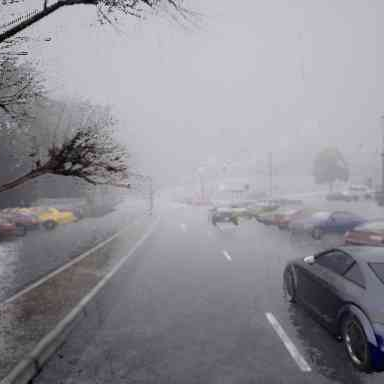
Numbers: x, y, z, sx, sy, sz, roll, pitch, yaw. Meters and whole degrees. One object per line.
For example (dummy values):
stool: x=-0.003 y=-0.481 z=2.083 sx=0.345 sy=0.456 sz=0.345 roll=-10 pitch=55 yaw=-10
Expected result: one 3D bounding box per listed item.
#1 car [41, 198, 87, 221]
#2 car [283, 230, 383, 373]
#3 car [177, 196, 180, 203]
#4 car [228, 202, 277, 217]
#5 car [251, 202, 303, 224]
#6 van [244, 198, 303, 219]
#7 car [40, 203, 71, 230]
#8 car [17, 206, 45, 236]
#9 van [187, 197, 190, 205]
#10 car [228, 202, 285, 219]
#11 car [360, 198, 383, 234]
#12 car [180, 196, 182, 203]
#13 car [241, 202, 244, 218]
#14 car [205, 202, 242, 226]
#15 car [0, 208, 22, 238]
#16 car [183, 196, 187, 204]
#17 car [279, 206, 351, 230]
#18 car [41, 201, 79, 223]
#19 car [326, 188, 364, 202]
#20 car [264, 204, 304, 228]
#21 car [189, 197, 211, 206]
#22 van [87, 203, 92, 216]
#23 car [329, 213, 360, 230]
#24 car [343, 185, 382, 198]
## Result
car: x=-11.358 y=1.654 z=27.368 sx=4.553 sy=1.767 sz=2.185 roll=-1 pitch=0 yaw=-23
car: x=3.018 y=1.617 z=5.720 sx=1.994 sy=1.385 sz=4.181 roll=0 pitch=-1 yaw=-1
car: x=-0.368 y=2.264 z=91.514 sx=5.566 sy=2.045 sz=2.435 roll=1 pitch=-1 yaw=-30
car: x=6.565 y=1.847 z=36.026 sx=4.792 sy=1.488 sz=2.163 roll=1 pitch=-1 yaw=-24
car: x=7.138 y=1.701 z=24.000 sx=4.892 sy=1.521 sz=2.231 roll=1 pitch=0 yaw=-23
van: x=6.868 y=1.500 z=26.970 sx=4.442 sy=1.987 sz=1.878 roll=1 pitch=0 yaw=-23
car: x=-10.898 y=1.717 z=21.517 sx=5.366 sy=1.575 sz=1.946 roll=-1 pitch=-1 yaw=-23
car: x=-10.928 y=1.733 z=18.482 sx=4.674 sy=1.452 sz=2.002 roll=-1 pitch=0 yaw=-22
van: x=1.921 y=2.169 z=76.601 sx=4.442 sy=1.987 sz=1.878 roll=1 pitch=0 yaw=-29
car: x=6.425 y=1.778 z=32.969 sx=5.366 sy=1.575 sz=1.946 roll=1 pitch=0 yaw=-24
car: x=7.642 y=1.309 z=8.892 sx=5.566 sy=2.045 sz=2.435 roll=1 pitch=0 yaw=-21
car: x=0.261 y=2.490 z=88.626 sx=5.366 sy=1.575 sz=1.946 roll=1 pitch=-1 yaw=-29
car: x=6.823 y=1.631 z=30.044 sx=4.553 sy=1.767 sz=2.185 roll=1 pitch=0 yaw=-24
car: x=2.329 y=1.769 z=25.773 sx=1.812 sy=1.442 sz=4.674 roll=0 pitch=-1 yaw=-3
car: x=-10.808 y=1.703 z=15.524 sx=4.674 sy=1.452 sz=2.002 roll=-1 pitch=0 yaw=-22
car: x=1.531 y=2.168 z=79.615 sx=5.566 sy=2.045 sz=2.435 roll=1 pitch=0 yaw=-29
car: x=7.399 y=1.684 z=17.963 sx=4.674 sy=1.452 sz=2.002 roll=1 pitch=0 yaw=-22
car: x=-11.389 y=1.750 z=24.326 sx=5.366 sy=1.575 sz=1.946 roll=-1 pitch=0 yaw=-23
car: x=21.530 y=0.646 z=47.819 sx=2.002 sy=1.452 sz=4.674 roll=-6 pitch=3 yaw=-29
car: x=7.267 y=1.712 z=20.984 sx=4.674 sy=1.452 sz=2.002 roll=1 pitch=-1 yaw=-23
car: x=2.440 y=2.247 z=73.668 sx=4.553 sy=1.767 sz=2.185 roll=1 pitch=-1 yaw=-29
van: x=-11.474 y=1.583 z=30.361 sx=4.442 sy=1.987 sz=1.878 roll=-1 pitch=-1 yaw=-24
car: x=7.588 y=1.628 z=11.929 sx=4.674 sy=1.452 sz=2.002 roll=1 pitch=-1 yaw=-22
car: x=24.490 y=0.070 z=48.261 sx=2.435 sy=2.045 sz=5.566 roll=-6 pitch=3 yaw=-29
